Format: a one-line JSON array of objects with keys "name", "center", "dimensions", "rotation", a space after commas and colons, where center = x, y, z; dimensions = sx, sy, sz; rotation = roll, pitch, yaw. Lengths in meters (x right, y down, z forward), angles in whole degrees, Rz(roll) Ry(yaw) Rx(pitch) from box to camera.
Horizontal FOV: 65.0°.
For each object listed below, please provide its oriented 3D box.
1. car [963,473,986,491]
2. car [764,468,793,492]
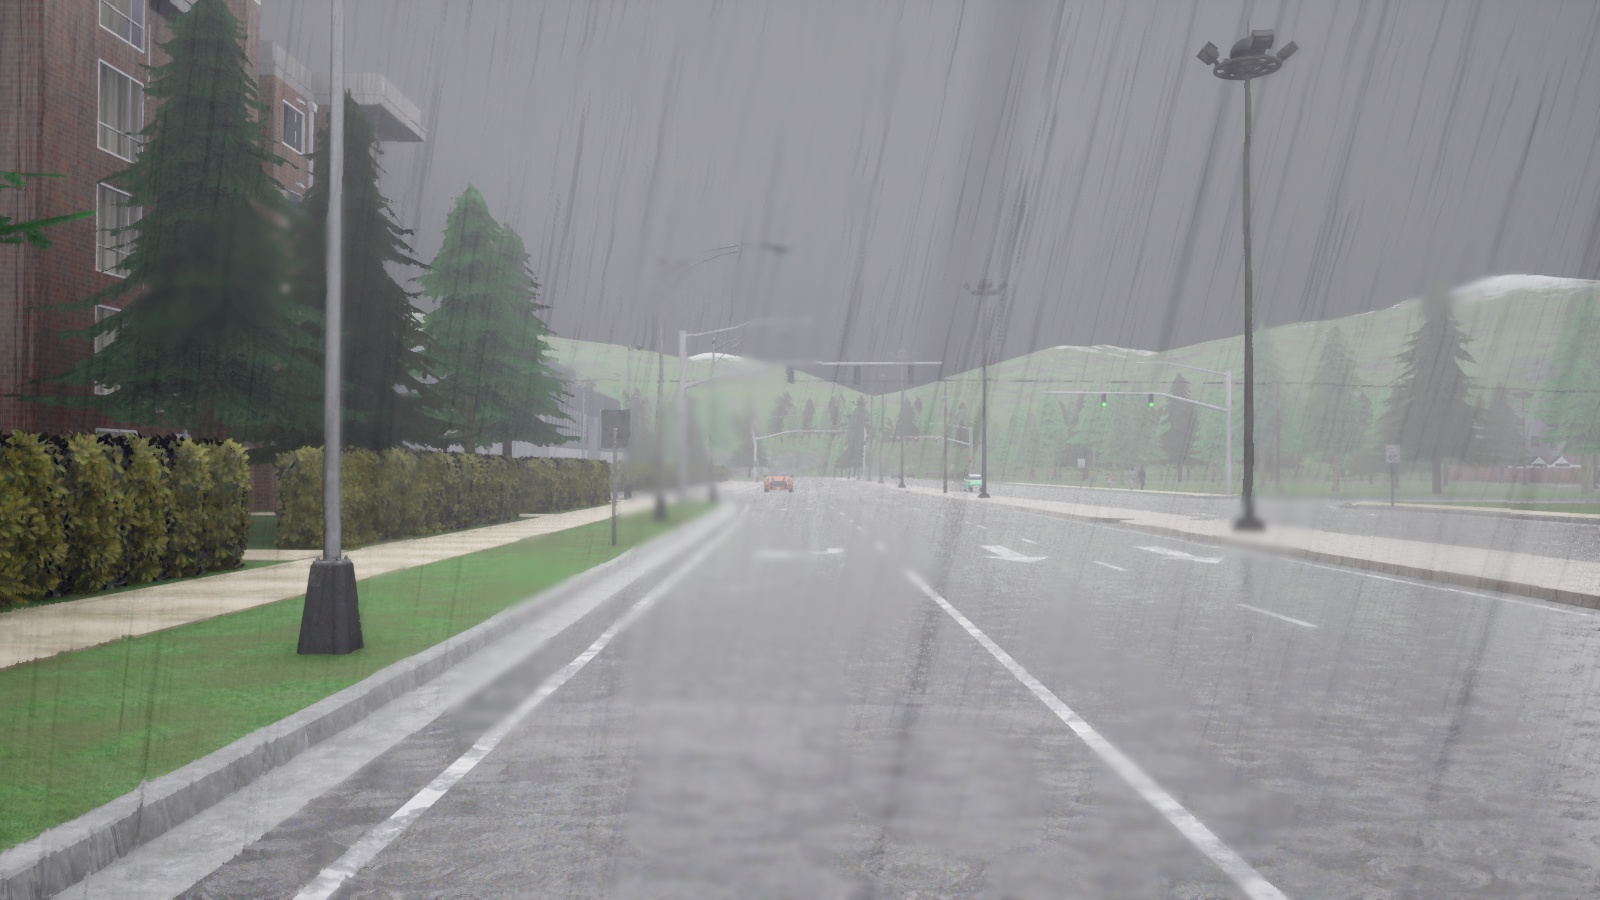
[{"name": "car", "center": [13.422, 2.436, 96.720], "dimensions": [1.481, 1.376, 2.207], "rotation": [0, -1, 0]}, {"name": "car", "center": [-1.571, 2.254, 94.034], "dimensions": [2.097, 1.767, 4.553], "rotation": [0, -1, 0]}]
